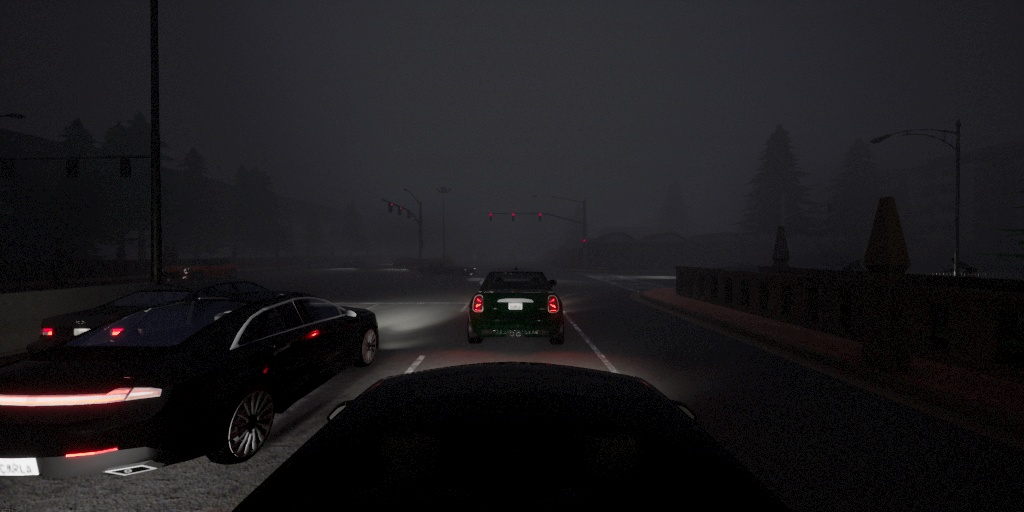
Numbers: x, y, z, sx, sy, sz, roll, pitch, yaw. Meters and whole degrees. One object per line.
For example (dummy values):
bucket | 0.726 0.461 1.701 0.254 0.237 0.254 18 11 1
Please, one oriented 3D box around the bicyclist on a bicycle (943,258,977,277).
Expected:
bicyclist on a bicycle | 22.202 0.919 17.779 0.582 1.620 1.656 0 0 -35

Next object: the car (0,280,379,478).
car | -3.437 1.224 4.908 2.128 1.511 4.902 0 1 0

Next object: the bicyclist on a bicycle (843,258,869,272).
bicyclist on a bicycle | 17.868 0.911 18.630 0.582 1.620 1.656 0 1 -14

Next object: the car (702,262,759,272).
car | 18.066 1.108 29.328 4.718 1.301 1.895 0 1 2

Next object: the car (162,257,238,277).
car | -21.101 0.907 24.286 2.097 1.767 4.553 0 1 0

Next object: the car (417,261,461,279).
car | -5.245 1.109 29.161 4.718 1.301 1.895 0 1 25

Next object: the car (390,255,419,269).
car | -14.100 0.813 47.104 1.882 1.535 5.008 0 1 0

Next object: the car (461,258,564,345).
car | 0.142 1.048 9.570 2.097 1.767 4.553 0 1 2

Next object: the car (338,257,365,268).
car | -21.097 0.857 47.562 1.812 1.442 4.674 0 1 0

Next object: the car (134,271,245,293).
car | -6.921 1.251 8.294 2.033 1.411 5.357 0 1 0
